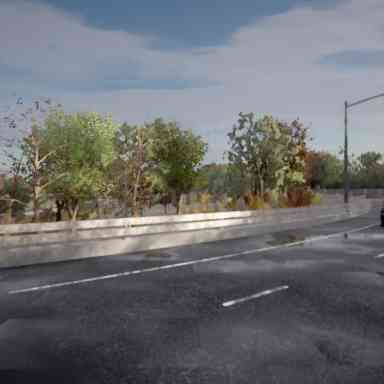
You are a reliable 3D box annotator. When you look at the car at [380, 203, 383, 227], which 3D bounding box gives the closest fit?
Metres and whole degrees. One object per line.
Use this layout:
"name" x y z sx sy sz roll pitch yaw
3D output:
"car" 14.046 1.216 21.889 2.150 2.045 5.566 0 0 41
